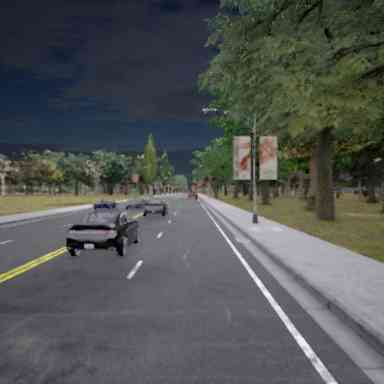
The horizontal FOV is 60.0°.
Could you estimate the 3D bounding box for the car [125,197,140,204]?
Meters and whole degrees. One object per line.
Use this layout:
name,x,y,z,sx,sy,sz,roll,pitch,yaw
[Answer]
car,-6.577,1.348,39.029,1.837,1.490,4.892,0,0,0

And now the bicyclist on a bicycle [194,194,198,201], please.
bicyclist on a bicycle,0.913,1.162,73.925,0.866,1.612,1.509,0,0,0

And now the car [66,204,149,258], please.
car,-3.145,1.438,12.603,2.128,1.511,4.902,0,0,0

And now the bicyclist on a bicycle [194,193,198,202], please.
bicyclist on a bicycle,0.916,1.127,64.306,0.659,1.776,1.843,0,0,0

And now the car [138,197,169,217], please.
car,-3.139,1.369,29.645,2.128,1.511,4.902,0,0,0

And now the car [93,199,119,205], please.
car,-9.829,1.447,38.090,1.895,1.301,4.718,0,0,0

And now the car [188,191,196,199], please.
car,0.032,0.764,91.299,2.150,2.045,5.566,0,0,0
